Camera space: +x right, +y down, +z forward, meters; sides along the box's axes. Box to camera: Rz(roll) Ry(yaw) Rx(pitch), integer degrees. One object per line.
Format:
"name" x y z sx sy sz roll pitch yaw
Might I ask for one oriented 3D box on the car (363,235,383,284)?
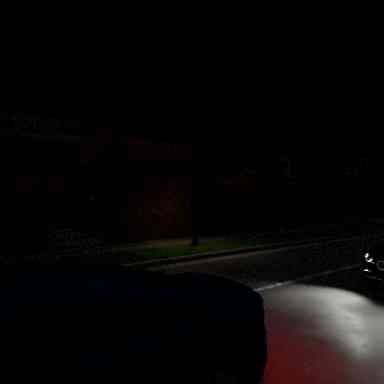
"car" 6.280 1.512 8.489 4.892 1.490 1.837 0 0 -35

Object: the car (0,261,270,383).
"car" -1.489 1.480 2.926 5.008 1.535 1.882 0 0 -36
